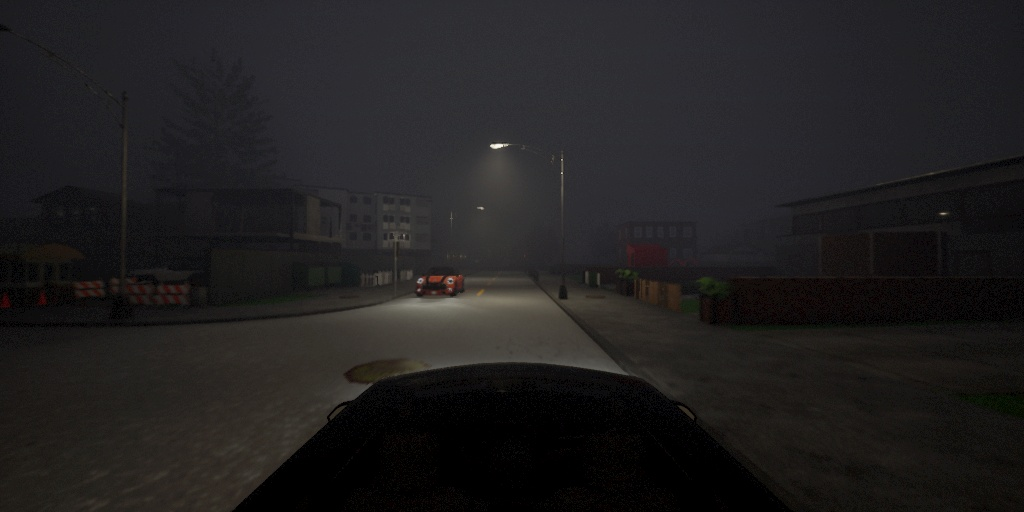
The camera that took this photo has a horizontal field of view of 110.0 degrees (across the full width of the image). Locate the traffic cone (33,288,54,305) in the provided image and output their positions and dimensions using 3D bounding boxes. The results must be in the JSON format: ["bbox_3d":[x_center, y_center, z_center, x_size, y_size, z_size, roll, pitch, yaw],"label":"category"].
[{"bbox_3d":[-19.797,1.747,15.112,0.344,0.586,0.344,0,0,0],"label":"traffic cone"}]

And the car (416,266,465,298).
[{"bbox_3d":[-3.997,1.349,20.608,2.097,1.767,4.553,0,-1,0],"label":"car"}]

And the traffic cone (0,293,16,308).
[{"bbox_3d":[-20.317,1.766,14.391,0.344,0.586,0.344,0,0,0],"label":"traffic cone"}]
